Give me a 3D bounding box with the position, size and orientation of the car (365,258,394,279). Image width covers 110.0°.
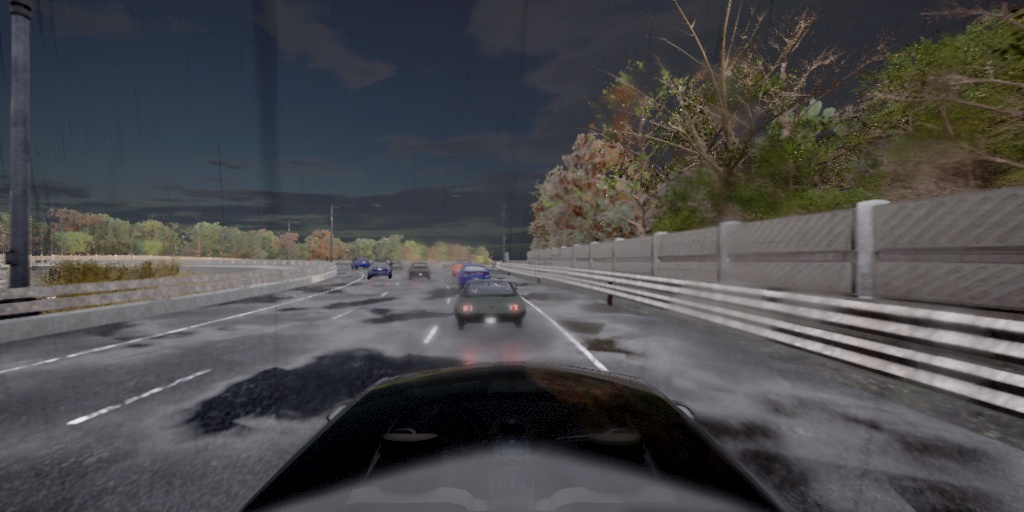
[{"bbox_3d":[-12.904,1.247,35.145,2.097,1.767,4.553,0,0,-19],"label":"car"}]

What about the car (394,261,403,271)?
[{"bbox_3d":[-18.106,1.470,55.088,2.128,1.511,4.902,0,0,-29],"label":"car"}]

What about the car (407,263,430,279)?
[{"bbox_3d":[-8.926,1.392,34.336,1.837,1.490,4.892,0,0,-17],"label":"car"}]

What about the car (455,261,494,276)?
[{"bbox_3d":[-2.659,1.319,24.414,1.882,1.535,5.008,0,0,-12],"label":"car"}]

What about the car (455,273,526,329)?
[{"bbox_3d":[-0.744,1.389,11.515,1.895,1.301,4.718,0,0,-5],"label":"car"}]

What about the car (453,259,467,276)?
[{"bbox_3d":[-5.305,1.252,39.012,2.097,1.767,4.553,0,0,-9],"label":"car"}]
